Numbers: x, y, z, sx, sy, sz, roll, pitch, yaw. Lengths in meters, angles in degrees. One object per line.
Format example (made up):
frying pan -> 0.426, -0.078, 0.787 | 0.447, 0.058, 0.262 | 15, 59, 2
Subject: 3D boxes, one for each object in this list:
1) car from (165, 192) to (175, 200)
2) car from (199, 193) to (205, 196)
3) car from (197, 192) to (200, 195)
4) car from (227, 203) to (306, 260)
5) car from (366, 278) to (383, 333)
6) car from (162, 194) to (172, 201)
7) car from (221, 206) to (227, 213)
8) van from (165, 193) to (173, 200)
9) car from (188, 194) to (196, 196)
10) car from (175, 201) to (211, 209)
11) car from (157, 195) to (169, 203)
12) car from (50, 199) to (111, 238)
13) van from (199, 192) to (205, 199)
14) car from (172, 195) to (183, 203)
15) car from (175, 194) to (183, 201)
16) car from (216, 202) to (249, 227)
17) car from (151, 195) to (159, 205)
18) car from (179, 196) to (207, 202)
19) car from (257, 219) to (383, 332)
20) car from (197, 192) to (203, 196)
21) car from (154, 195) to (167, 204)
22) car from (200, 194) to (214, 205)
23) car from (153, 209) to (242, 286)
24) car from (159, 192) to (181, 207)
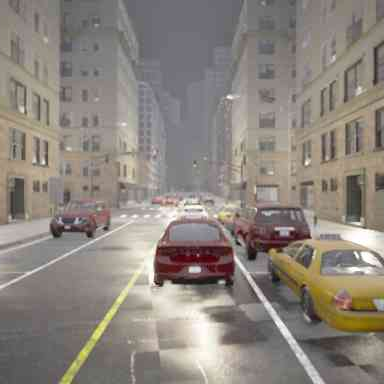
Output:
car -> -5.745, 1.037, 88.079 | 2.192, 1.841, 5.009 | 1, 0, 0
car -> 2.775, 1.377, 66.548 | 1.752, 1.417, 4.829 | 1, 0, 0
car -> 2.779, 1.163, 88.072 | 1.967, 1.590, 4.097 | 1, 0, 0
car -> 2.768, 1.322, 12.323 | 2.192, 1.841, 5.009 | 0, 0, 0
car -> 2.765, 1.568, 1.217 | 1.947, 1.339, 4.313 | 0, 0, 0
car -> -5.748, 1.230, 77.234 | 1.967, 1.590, 4.097 | 1, 0, 0
car -> 2.768, 1.587, 17.873 | 1.802, 1.307, 4.206 | 0, 0, 0
van -> -5.746, 1.098, 82.656 | 1.690, 1.788, 3.998 | 1, 0, 0
car -> 0.007, 1.205, 90.849 | 1.837, 1.490, 4.892 | 0, 0, 0
car -> 0.098, 1.528, 20.385 | 1.812, 1.442, 4.674 | 0, 0, 0
car -> -5.750, 1.397, 66.388 | 1.887, 1.381, 4.507 | 1, 0, 0
car -> -5.757, 1.319, 17.882 | 2.192, 1.841, 5.009 | 0, 0, 0
van -> 2.781, 1.028, 93.495 | 1.690, 1.788, 3.998 | 1, 0, 0
car -> -2.994, 1.406, 68.106 | 1.994, 1.385, 4.181 | 0, 0, 0
car -> -2.994, 1.307, 78.375 | 1.812, 1.442, 4.674 | 0, 0, 0
car -> 2.769, 1.523, 23.598 | 1.752, 1.417, 4.829 | 0, 0, 0
car -> -5.752, 1.449, 55.540 | 1.887, 1.381, 4.507 | 0, 0, 0
car -> 0.095, 1.453, 32.357 | 2.128, 1.511, 4.902 | 0, 1, 0
car -> 2.767, 1.531, 6.938 | 1.752, 1.417, 4.829 | 0, 0, 0
car -> 2.776, 1.372, 77.228 | 1.802, 1.307, 4.206 | 1, 0, 0
car -> -5.750, 1.320, 60.964 | 1.967, 1.590, 4.097 | 1, 0, 0
car -> 2.773, 1.455, 55.532 | 2.008, 1.369, 4.403 | 0, 0, 0
car -> 0.040, 1.484, 9.466 | 1.882, 1.535, 5.008 | 0, 0, 0
car -> -3.144, 1.281, 49.373 | 2.097, 1.767, 4.553 | 0, 0, 2
